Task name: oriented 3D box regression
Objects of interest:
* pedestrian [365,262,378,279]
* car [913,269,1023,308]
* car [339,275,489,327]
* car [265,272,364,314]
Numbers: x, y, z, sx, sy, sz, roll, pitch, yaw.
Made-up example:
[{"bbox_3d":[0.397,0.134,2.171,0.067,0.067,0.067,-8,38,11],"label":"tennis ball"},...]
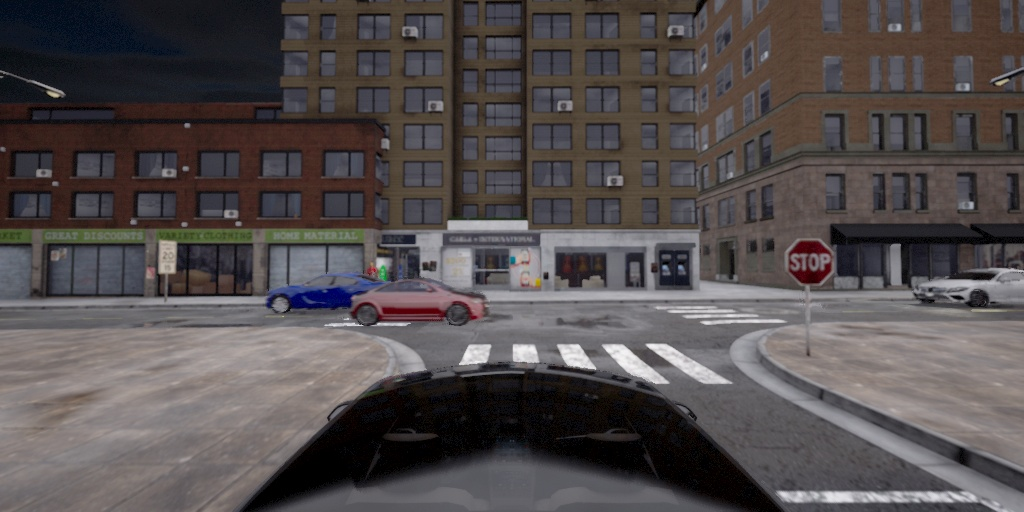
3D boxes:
[{"bbox_3d":[-6.792,1.168,17.261,0.375,1.860,0.375,0,-1,0],"label":"pedestrian"},{"bbox_3d":[18.848,1.235,14.174,4.674,1.442,1.812,0,-2,0],"label":"car"},{"bbox_3d":[-2.821,1.397,11.366,4.181,1.385,1.994,0,-2,0],"label":"car"},{"bbox_3d":[-7.062,1.427,14.344,5.008,1.535,1.882,-1,-2,0],"label":"car"}]
